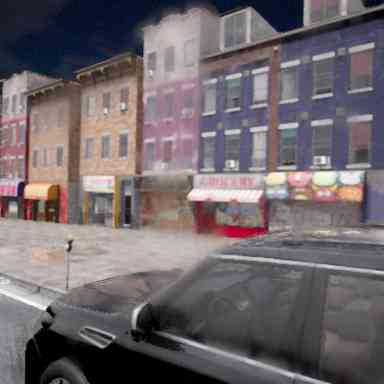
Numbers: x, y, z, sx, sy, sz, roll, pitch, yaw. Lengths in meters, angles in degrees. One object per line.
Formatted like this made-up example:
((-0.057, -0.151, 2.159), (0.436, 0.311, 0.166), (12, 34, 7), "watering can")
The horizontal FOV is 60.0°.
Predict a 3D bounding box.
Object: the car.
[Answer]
((1.006, 1.272, 2.429), (5.566, 2.045, 2.150), (0, -1, 38), "car")
